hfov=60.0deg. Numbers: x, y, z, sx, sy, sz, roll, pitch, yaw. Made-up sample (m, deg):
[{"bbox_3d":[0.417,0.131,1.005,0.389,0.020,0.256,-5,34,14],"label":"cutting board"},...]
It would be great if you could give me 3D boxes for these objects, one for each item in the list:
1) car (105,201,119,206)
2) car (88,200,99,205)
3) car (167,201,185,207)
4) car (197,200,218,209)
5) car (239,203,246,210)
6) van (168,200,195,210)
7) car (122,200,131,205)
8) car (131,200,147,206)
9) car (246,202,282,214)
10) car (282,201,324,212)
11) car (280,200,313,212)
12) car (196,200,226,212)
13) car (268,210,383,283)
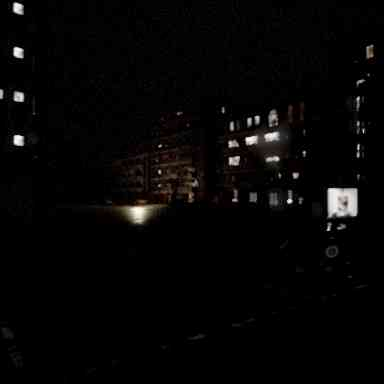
[{"bbox_3d":[-20.172,2.820,81.121,2.008,1.369,4.403,-1,0,-36],"label":"car"},{"bbox_3d":[-26.709,2.977,90.140,1.887,1.381,4.507,-1,0,-36],"label":"car"},{"bbox_3d":[-3.581,2.578,72.511,1.802,1.307,4.206,-1,0,-36],"label":"car"},{"bbox_3d":[2.957,2.274,63.495,1.967,1.590,4.097,-1,0,-36],"label":"car"},{"bbox_3d":[9.556,2.254,54.521,1.802,1.307,4.206,-1,0,-36],"label":"car"},{"bbox_3d":[-1.869,2.156,55.816,1.690,1.788,3.998,-1,0,-36],"label":"van"},{"bbox_3d":[-16.654,2.887,90.547,1.947,1.339,4.313,-1,0,-36],"label":"car"},{"bbox_3d":[-13.389,2.680,86.039,1.967,1.590,4.097,-1,0,-36],"label":"car"},{"bbox_3d":[9.139,2.092,40.461,2.008,1.369,4.403,-1,0,-36],"label":"car"},{"bbox_3d":[12.407,2.011,35.952,2.008,1.369,4.403,-1,0,-36],"label":"car"},{"bbox_3d":[14.819,1.983,47.342,1.967,1.590,4.097,-1,0,-36],"label":"car"},{"bbox_3d":[3.055,2.237,48.932,1.887,1.381,4.507,-1,0,-36],"label":"car"},{"bbox_3d":[4.363,1.475,9.685,4.097,1.590,1.967,0,-1,-36],"label":"car"}]
